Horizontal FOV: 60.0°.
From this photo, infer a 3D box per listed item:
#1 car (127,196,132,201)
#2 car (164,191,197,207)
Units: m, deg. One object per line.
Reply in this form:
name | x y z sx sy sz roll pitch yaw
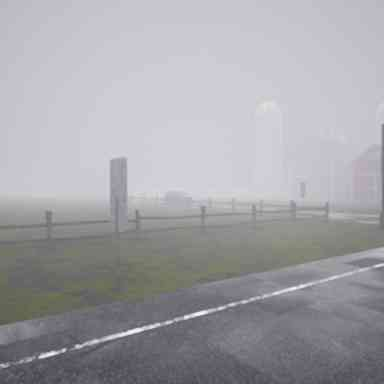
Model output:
car | -12.654 1.080 60.516 1.895 1.301 4.718 -1 1 -36
car | -1.675 0.829 45.109 2.150 2.045 5.566 -1 1 -36
